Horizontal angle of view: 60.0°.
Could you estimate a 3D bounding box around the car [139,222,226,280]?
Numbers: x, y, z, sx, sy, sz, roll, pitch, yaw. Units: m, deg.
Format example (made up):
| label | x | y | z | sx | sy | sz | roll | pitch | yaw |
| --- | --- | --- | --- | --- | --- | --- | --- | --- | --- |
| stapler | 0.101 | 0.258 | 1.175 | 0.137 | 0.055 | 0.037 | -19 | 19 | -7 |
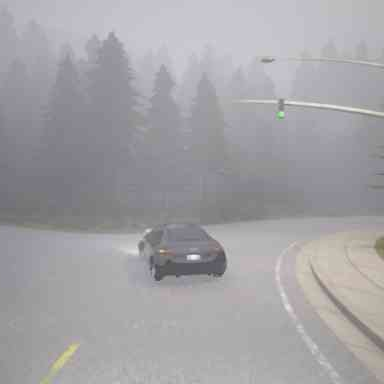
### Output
| label | x | y | z | sx | sy | sz | roll | pitch | yaw |
| --- | --- | --- | --- | --- | --- | --- | --- | --- | --- |
| car | -0.445 | 1.614 | 10.298 | 1.994 | 1.385 | 4.181 | 0 | 0 | -14 |
